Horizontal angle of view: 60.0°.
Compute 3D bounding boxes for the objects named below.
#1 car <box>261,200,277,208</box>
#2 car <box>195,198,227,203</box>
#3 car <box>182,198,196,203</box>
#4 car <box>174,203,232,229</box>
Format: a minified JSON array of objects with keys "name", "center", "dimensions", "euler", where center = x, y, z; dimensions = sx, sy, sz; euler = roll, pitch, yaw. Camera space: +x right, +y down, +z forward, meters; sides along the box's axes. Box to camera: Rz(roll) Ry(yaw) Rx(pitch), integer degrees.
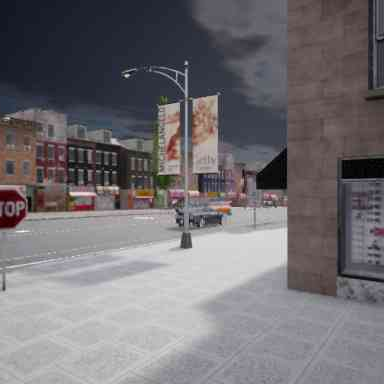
[{"name":"car","center":[11.748,1.995,51.227],"dimensions":[1.812,1.442,4.674],"euler":[0,-1,35]},{"name":"car","center":[2.776,1.859,38.586],"dimensions":[2.097,1.767,4.553],"euler":[0,-1,35]},{"name":"car","center":[0.184,1.732,40.555],"dimensions":[2.150,2.045,5.566],"euler":[0,-1,35]},{"name":"car","center":[0.749,1.771,24.209],"dimensions":[1.837,1.490,4.892],"euler":[0,-1,35]}]
